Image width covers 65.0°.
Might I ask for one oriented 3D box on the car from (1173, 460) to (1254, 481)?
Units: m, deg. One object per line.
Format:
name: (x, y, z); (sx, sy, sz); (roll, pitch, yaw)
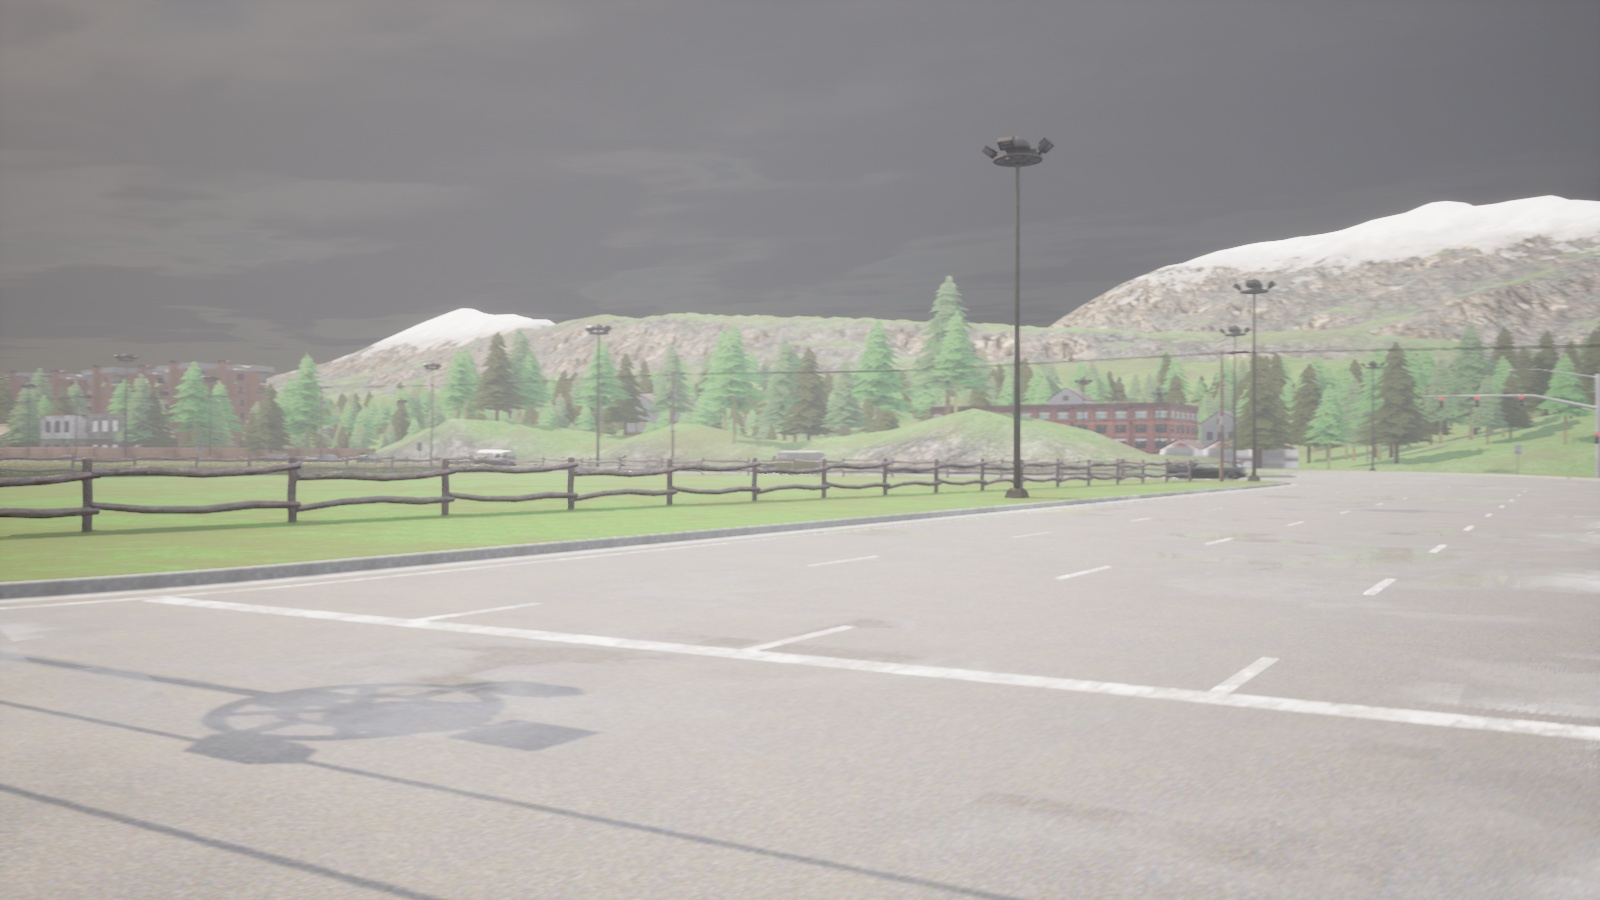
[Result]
car: (26.662, 1.293, 81.044); (4.718, 1.301, 1.895); (0, 0, 28)
